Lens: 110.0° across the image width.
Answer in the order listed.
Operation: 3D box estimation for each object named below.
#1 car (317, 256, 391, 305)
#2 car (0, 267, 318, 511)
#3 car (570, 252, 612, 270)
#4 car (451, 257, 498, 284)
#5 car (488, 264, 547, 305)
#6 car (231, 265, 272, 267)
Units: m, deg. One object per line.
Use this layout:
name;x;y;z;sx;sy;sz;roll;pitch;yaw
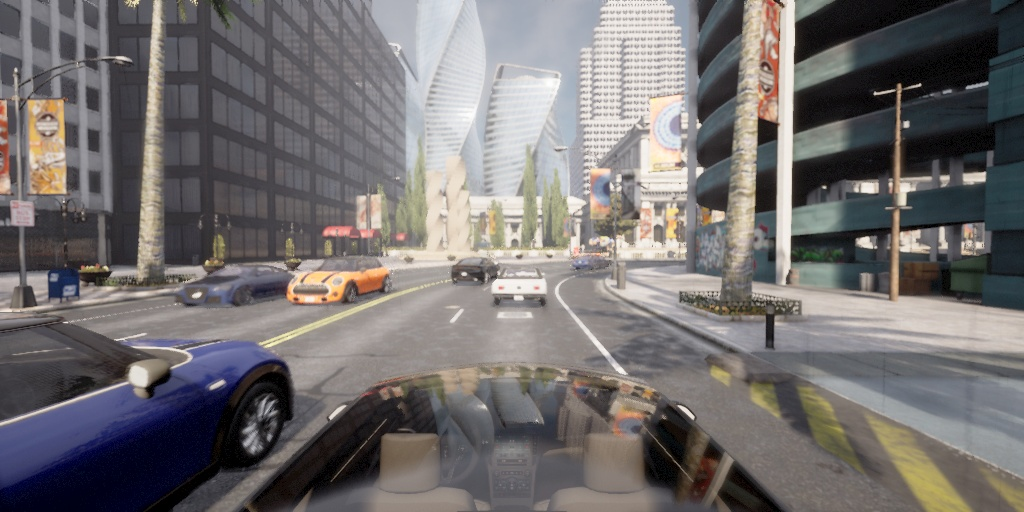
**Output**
car;-6.639;0.819;14.288;2.097;1.767;4.553;0;1;4
car;-3.398;1.097;1.976;2.097;1.767;4.553;0;1;0
car;7.680;0.568;34.140;2.033;1.411;5.357;1;2;38
car;-2.031;0.780;21.631;1.882;1.535;5.008;0;1;12
car;0.402;1.068;14.301;1.895;1.301;4.718;0;1;4
car;-10.160;1.045;13.684;1.994;1.385;4.181;0;1;4
